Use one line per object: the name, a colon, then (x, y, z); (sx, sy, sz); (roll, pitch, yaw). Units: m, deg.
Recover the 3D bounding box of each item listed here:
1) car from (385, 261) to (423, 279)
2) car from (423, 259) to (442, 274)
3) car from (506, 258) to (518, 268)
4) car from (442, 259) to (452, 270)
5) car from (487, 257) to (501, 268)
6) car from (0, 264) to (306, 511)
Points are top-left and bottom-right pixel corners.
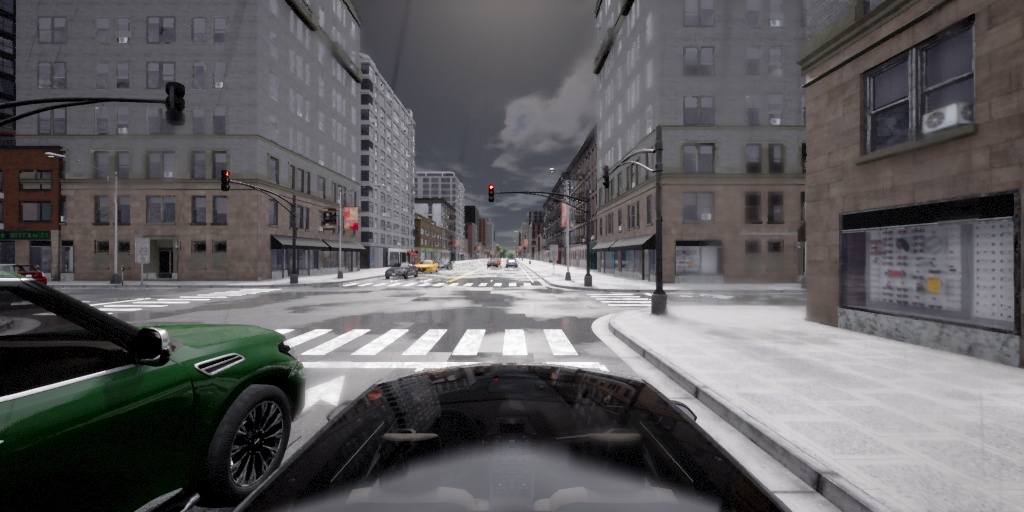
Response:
car: (-9.871, 1.279, 32.444); (1.812, 1.442, 4.674); (0, 0, 2)
car: (-9.878, 1.231, 41.641); (1.882, 1.535, 5.008); (0, 0, 0)
car: (-0.052, 1.312, 61.865); (1.994, 1.385, 4.181); (0, 0, 0)
car: (-9.883, 1.243, 52.204); (2.128, 1.511, 4.902); (0, 0, 0)
car: (-3.302, 1.349, 61.892); (1.895, 1.301, 4.718); (0, 0, 0)
car: (-3.148, 0.971, 1.232); (2.150, 2.045, 5.566); (0, 0, 0)
